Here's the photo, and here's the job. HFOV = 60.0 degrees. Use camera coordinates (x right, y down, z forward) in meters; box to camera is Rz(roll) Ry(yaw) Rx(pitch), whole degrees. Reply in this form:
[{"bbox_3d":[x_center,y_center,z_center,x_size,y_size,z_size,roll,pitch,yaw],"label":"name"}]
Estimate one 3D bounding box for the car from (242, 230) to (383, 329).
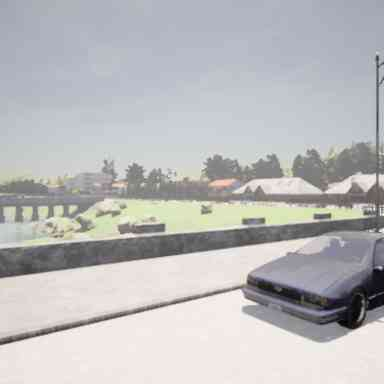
[{"bbox_3d":[3.563,1.584,7.222,5.357,1.411,2.033,0,0,-36],"label":"car"}]
